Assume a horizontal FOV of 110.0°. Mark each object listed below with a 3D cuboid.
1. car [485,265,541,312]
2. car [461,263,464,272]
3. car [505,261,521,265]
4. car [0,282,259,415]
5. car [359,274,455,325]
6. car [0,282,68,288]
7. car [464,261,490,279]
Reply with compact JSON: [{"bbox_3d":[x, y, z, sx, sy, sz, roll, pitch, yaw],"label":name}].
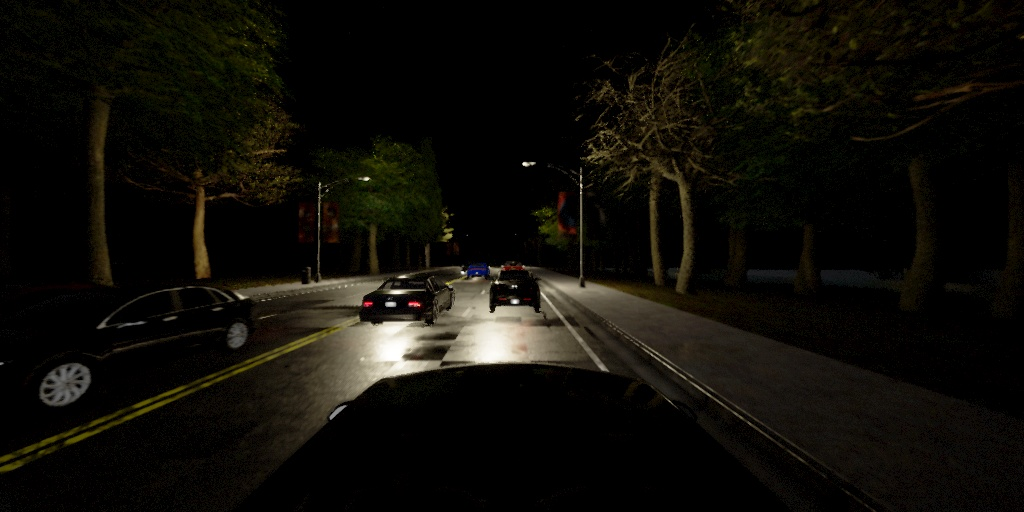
[{"bbox_3d":[0.094,1.280,14.417,1.837,1.490,4.892,0,0,0],"label":"car"},{"bbox_3d":[-6.514,1.493,55.430,2.097,1.767,4.553,0,-1,0],"label":"car"},{"bbox_3d":[0.100,1.250,32.472,2.097,1.767,4.553,0,-1,0],"label":"car"},{"bbox_3d":[-6.600,1.259,6.066,1.837,1.490,4.892,0,0,0],"label":"car"},{"bbox_3d":[-3.150,1.313,11.812,2.033,1.411,5.357,0,0,0],"label":"car"},{"bbox_3d":[-9.850,1.281,7.032,1.812,1.442,4.674,0,0,0],"label":"car"},{"bbox_3d":[-3.151,1.396,34.584,1.882,1.535,5.008,0,-1,0],"label":"car"}]
